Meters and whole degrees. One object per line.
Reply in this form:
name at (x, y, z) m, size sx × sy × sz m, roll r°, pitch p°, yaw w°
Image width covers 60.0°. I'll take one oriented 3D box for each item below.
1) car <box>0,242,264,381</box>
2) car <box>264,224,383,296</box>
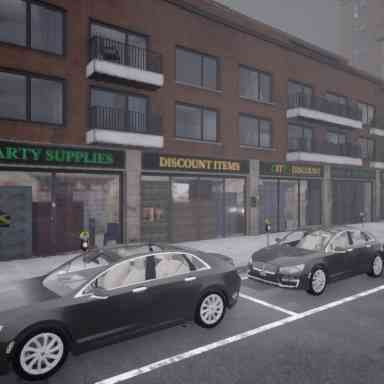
car at (-1.158, 1.551, 5.362) m, size 4.403 × 1.369 × 2.008 m, roll 0°, pitch 0°, yaw -35°
car at (3.335, 1.551, 8.565) m, size 4.403 × 1.369 × 2.008 m, roll 0°, pitch 0°, yaw -35°
